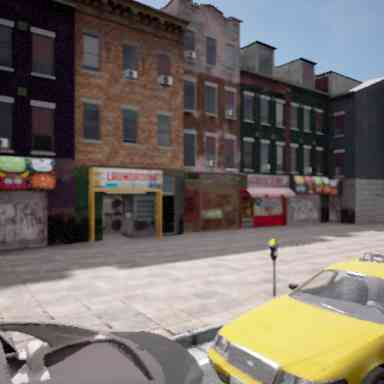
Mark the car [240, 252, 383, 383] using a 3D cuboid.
[{"bbox_3d":[2.430,1.567,4.554,4.829,1.417,1.752,1,-1,-36],"label":"car"}]

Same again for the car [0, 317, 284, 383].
[{"bbox_3d":[-1.848,1.544,1.499,4.403,1.369,2.008,1,-1,-36],"label":"car"}]
